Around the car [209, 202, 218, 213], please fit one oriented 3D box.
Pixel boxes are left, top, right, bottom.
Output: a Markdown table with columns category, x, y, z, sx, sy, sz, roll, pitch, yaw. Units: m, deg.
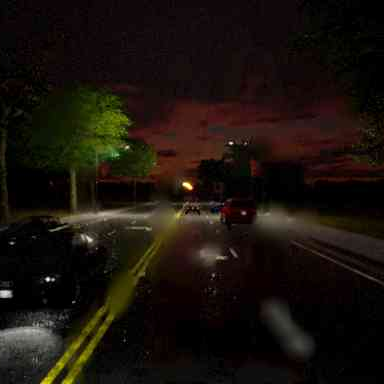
| category | x | y | z | sx | sy | sz | roll | pitch | yaw |
| --- | --- | --- | --- | --- | --- | --- | --- | --- | --- |
| car | 3.365 | 2.047 | 44.552 | 1.994 | 1.385 | 4.181 | 0 | -1 | 0 |

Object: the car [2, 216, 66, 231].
| category | x | y | z | sx | sy | sz | roll | pitch | yaw |
| --- | --- | --- | --- | --- | --- | --- | --- | --- | --- |
| car | -6.561 | 1.717 | 14.197 | 1.994 | 1.385 | 4.181 | 0 | -1 | 1 |

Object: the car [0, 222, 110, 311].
| category | x | y | z | sx | sy | sz | roll | pitch | yaw |
| --- | --- | --- | --- | --- | --- | --- | --- | --- | --- |
| car | -3.338 | 1.650 | 7.933 | 1.994 | 1.385 | 4.181 | 0 | -1 | 0 |

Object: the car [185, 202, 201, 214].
| category | x | y | z | sx | sy | sz | roll | pitch | yaw |
| --- | --- | --- | --- | --- | --- | --- | --- | --- | --- |
| car | 0.115 | 2.006 | 42.368 | 2.033 | 1.411 | 5.357 | 0 | -1 | 0 |

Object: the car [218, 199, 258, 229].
| category | x | y | z | sx | sy | sz | roll | pitch | yaw |
| --- | --- | --- | --- | --- | --- | --- | --- | --- | --- |
| car | 3.357 | 1.484 | 24.238 | 2.150 | 2.045 | 5.566 | 0 | 0 | 0 |
